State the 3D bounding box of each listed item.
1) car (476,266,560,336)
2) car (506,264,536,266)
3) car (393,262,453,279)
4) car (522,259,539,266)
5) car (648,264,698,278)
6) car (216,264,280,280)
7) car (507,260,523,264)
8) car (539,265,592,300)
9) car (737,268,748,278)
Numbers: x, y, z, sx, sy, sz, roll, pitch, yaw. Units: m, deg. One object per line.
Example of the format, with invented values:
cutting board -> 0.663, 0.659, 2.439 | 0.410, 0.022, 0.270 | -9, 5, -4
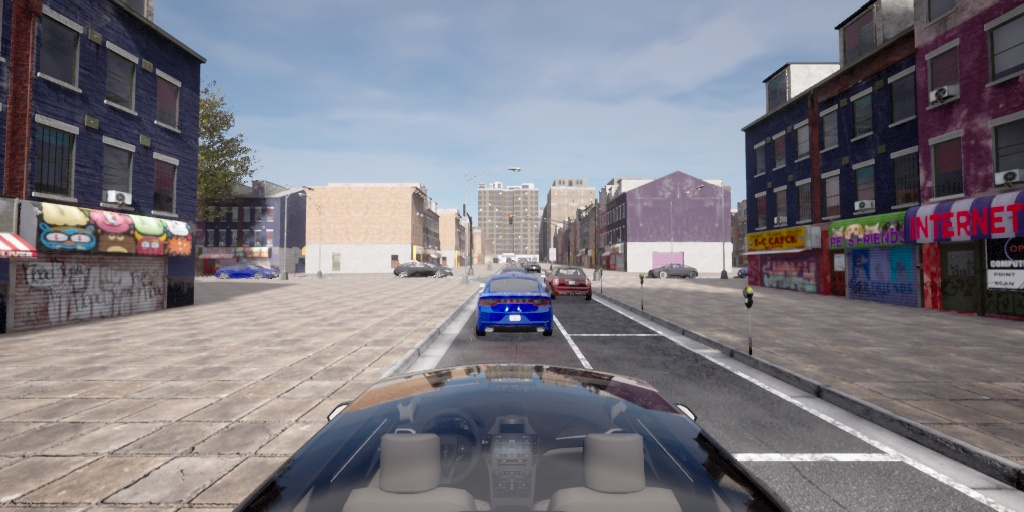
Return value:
car -> 0.036, 1.233, 10.474 | 1.882, 1.535, 5.008 | 0, 0, -1
car -> 0.093, 1.292, 17.992 | 1.812, 1.442, 4.674 | 0, 0, 0
car -> -7.353, 1.237, 29.813 | 4.902, 1.511, 2.128 | 0, -2, 0
car -> 2.620, 1.420, 44.537 | 1.948, 1.339, 4.313 | 0, 0, 0
car -> 14.595, 1.379, 32.628 | 4.181, 1.385, 1.994 | 0, -2, 0
car -> -22.000, 1.365, 29.900 | 4.674, 1.442, 1.812 | -1, -2, 0
car -> 0.147, 1.469, 47.220 | 1.895, 1.301, 4.718 | 0, 0, -1
car -> 2.629, 1.206, 17.793 | 1.967, 1.591, 4.097 | 0, 0, 0
car -> 23.049, 1.337, 32.576 | 4.674, 1.442, 1.812 | 0, -2, 0
